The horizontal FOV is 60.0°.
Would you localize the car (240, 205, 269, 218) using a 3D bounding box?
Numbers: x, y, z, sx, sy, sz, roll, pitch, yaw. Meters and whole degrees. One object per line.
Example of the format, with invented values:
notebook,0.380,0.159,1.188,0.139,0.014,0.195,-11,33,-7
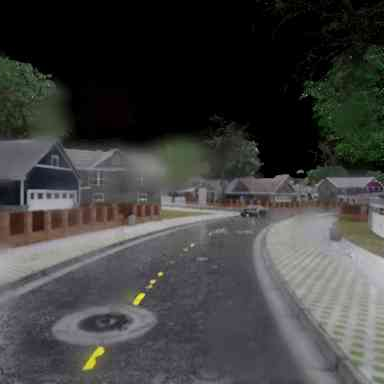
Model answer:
car,7.366,2.206,38.580,2.033,1.411,5.357,0,-1,30
